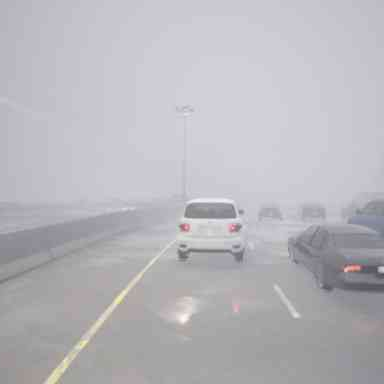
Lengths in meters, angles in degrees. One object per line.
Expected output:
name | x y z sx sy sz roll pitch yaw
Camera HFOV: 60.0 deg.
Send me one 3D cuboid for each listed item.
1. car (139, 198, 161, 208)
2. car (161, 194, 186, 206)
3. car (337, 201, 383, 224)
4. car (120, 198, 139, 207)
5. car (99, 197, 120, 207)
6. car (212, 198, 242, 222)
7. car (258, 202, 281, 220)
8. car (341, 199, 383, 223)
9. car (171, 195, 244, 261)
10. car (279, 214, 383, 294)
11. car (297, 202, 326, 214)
car | -5.578 1.662 51.274 2.033 1.411 5.357 0 0 18
car | -2.159 1.345 50.427 2.150 2.045 5.566 0 -1 18
car | 13.510 1.589 27.067 2.128 1.511 4.902 0 0 11
car | -8.988 1.673 51.986 1.994 1.385 4.181 0 0 18
car | -12.594 1.579 52.255 1.882 1.535 5.008 0 0 18
car | 3.009 1.428 28.025 2.097 1.767 4.553 0 0 11
car | 6.729 1.612 28.866 1.812 1.442 4.674 0 0 11
car | 7.816 1.270 12.713 2.150 2.045 5.566 0 0 6
car | 0.792 1.254 12.589 2.150 2.045 5.566 0 0 6
car | 3.982 1.579 9.021 2.033 1.411 5.357 0 0 4
car | 10.337 1.573 29.013 1.882 1.535 5.008 0 0 12
